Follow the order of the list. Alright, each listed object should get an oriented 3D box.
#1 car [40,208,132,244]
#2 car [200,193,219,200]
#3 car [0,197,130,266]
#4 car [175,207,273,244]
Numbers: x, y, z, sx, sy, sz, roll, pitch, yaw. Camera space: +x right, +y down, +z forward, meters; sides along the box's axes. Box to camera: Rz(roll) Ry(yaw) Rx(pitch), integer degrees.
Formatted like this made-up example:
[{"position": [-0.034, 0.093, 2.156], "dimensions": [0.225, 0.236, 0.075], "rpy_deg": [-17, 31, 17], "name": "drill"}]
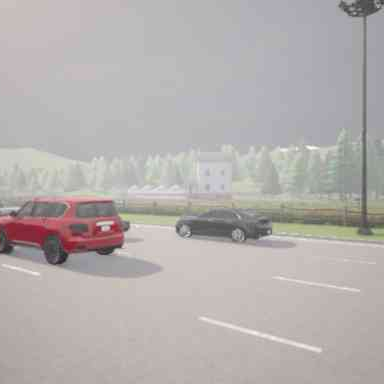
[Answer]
[{"position": [-5.346, 1.578, 16.468], "dimensions": [4.718, 1.301, 1.895], "rpy_deg": [0, 0, 36], "name": "car"}, {"position": [4.303, 1.198, 80.406], "dimensions": [4.605, 1.855, 1.932], "rpy_deg": [0, 0, 36], "name": "car"}, {"position": [-4.829, 1.202, 11.784], "dimensions": [5.566, 2.045, 2.150], "rpy_deg": [0, 0, 36], "name": "car"}, {"position": [1.387, 1.504, 15.933], "dimensions": [4.892, 1.490, 1.837], "rpy_deg": [0, 0, 36], "name": "car"}]
